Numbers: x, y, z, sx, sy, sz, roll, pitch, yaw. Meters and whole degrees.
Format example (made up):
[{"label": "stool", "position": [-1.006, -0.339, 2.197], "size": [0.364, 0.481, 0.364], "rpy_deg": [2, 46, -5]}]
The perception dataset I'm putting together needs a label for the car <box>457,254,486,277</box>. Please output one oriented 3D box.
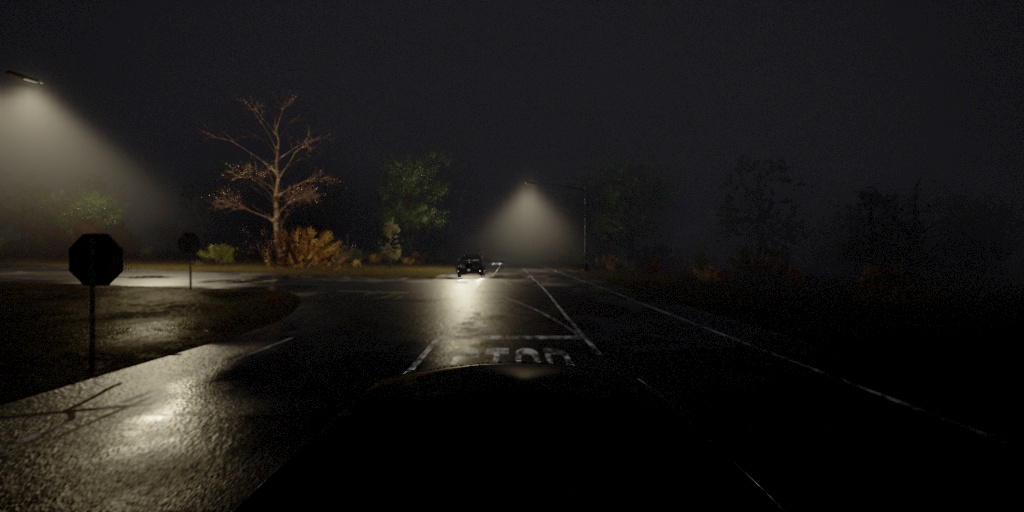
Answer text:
[{"label": "car", "position": [-3.556, 0.800, 32.198], "size": [2.150, 2.045, 5.566], "rpy_deg": [0, 0, 0]}]
